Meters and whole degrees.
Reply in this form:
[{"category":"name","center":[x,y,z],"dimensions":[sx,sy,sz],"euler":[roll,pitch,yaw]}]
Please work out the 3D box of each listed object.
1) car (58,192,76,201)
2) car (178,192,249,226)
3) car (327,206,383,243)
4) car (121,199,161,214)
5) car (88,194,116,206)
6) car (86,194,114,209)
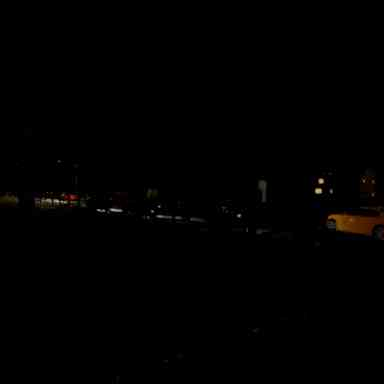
[{"category":"car","center":[-22.272,0.742,59.212],"dimensions":[2.097,1.767,4.553],"euler":[1,0,-35]},{"category":"car","center":[1.240,1.047,22.212],"dimensions":[2.150,2.045,5.566],"euler":[1,0,-36]},{"category":"car","center":[8.646,1.421,16.016],"dimensions":[1.882,1.535,5.008],"euler":[2,0,-16]},{"category":"car","center":[-4.686,1.323,30.276],"dimensions":[1.895,1.301,4.718],"euler":[1,0,-36]},{"category":"car","center":[-12.440,1.064,45.828],"dimensions":[2.128,1.511,4.902],"euler":[1,0,-36]},{"category":"car","center":[-10.813,1.105,38.641],"dimensions":[2.128,1.511,4.902],"euler":[1,0,-36]}]
